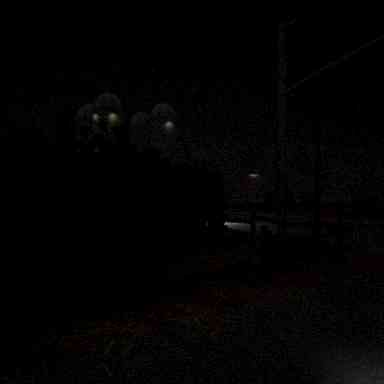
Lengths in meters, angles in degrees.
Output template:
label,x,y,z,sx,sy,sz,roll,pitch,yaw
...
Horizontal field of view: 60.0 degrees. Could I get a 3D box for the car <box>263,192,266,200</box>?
label,x,y,z,sx,sy,sz,roll,pitch,yaw
car,19.764,1.096,87.086,1.905,1.878,3.866,6,3,11
